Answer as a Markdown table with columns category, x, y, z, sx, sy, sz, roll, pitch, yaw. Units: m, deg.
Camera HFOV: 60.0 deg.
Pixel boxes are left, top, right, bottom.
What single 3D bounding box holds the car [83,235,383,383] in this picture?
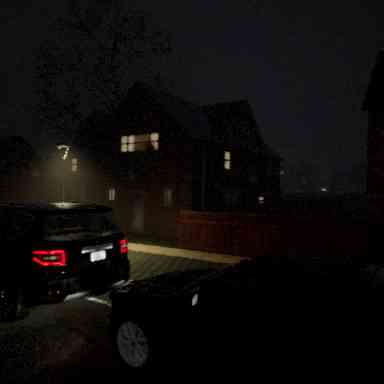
| category | x | y | z | sx | sy | sz | roll | pitch | yaw |
| --- | --- | --- | --- | --- | --- | --- | --- | --- | --- |
| car | 1.093 | 1.488 | 3.985 | 5.008 | 1.535 | 1.882 | 0 | 0 | 35 |

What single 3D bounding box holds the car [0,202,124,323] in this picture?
| category | x | y | z | sx | sy | sz | roll | pitch | yaw |
| --- | --- | --- | --- | --- | --- | --- | --- | --- | --- |
| car | -3.874 | 1.234 | 7.471 | 5.566 | 2.045 | 2.150 | 0 | 0 | 35 |
